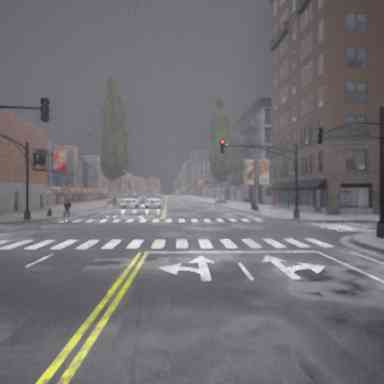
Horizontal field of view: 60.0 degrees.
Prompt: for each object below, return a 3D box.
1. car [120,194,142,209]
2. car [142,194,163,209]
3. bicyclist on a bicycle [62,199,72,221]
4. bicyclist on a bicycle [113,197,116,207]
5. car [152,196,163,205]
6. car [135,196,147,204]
[{"bbox_3d":[-8.752,1.267,47.214,2.150,2.045,5.566,0,0,-4],"label":"car"},{"bbox_3d":[-5.513,1.265,47.451,2.150,2.045,5.566,0,0,-4],"label":"car"},{"bbox_3d":[-9.465,1.385,25.090,0.659,1.776,1.843,0,0,-3],"label":"bicyclist on a bicycle"},{"bbox_3d":[-11.337,1.498,48.730,0.582,1.620,1.656,0,0,-2],"label":"bicyclist on a bicycle"},{"bbox_3d":[-6.688,1.554,64.615,1.837,1.490,4.892,0,1,-4],"label":"car"},{"bbox_3d":[-10.023,1.565,65.735,2.128,1.511,4.902,0,0,-4],"label":"car"}]
